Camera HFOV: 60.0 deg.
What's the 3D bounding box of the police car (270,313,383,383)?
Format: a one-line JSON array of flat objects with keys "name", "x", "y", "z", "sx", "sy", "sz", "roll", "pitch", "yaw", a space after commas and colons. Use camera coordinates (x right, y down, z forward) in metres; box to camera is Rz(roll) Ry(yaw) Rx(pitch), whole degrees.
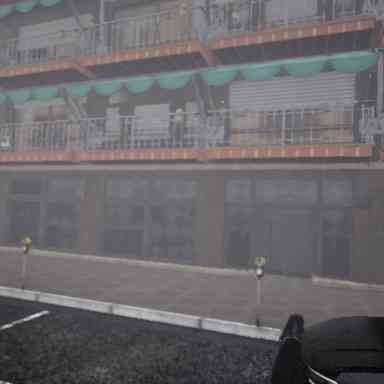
[{"name": "police car", "x": 3.430, "y": 1.735, "z": 3.008, "sx": 5.238, "sy": 1.638, "sz": 1.930, "roll": 1, "pitch": -3, "yaw": 20}]
